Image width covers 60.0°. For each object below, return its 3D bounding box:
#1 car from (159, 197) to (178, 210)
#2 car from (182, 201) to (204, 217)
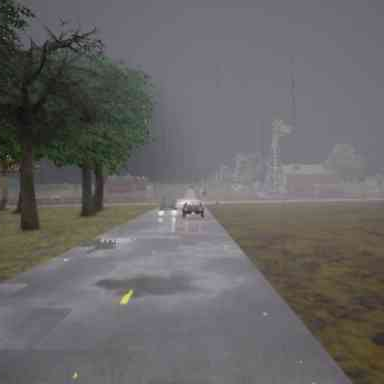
[{"bbox_3d":[-2.762,1.384,39.884,1.837,1.490,4.892,0,0,0],"label":"car"},{"bbox_3d":[0.104,1.493,30.401,1.895,1.301,4.718,0,0,0],"label":"car"}]
